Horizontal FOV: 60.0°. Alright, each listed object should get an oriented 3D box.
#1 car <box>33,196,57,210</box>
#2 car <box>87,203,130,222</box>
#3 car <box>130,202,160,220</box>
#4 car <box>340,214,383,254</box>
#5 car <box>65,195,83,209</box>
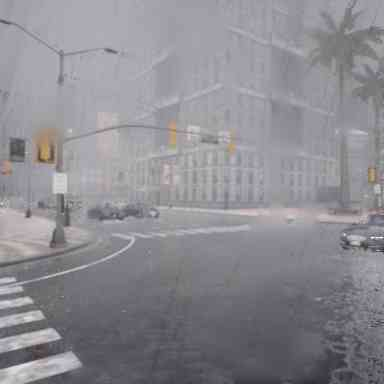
[{"bbox_3d":[-19.499,1.637,44.920,2.128,1.511,4.902,1,-1,-36],"label":"car"},{"bbox_3d":[-7.251,1.712,27.874,1.994,1.385,4.181,1,-1,-36],"label":"car"},{"bbox_3d":[-4.699,1.691,30.321,2.128,1.511,4.902,1,-1,-36],"label":"car"},{"bbox_3d":[8.176,1.707,14.007,4.902,1.511,2.128,1,-1,-36],"label":"car"},{"bbox_3d":[-17.585,1.418,48.259,2.150,2.045,5.566,1,0,-36],"label":"car"}]
